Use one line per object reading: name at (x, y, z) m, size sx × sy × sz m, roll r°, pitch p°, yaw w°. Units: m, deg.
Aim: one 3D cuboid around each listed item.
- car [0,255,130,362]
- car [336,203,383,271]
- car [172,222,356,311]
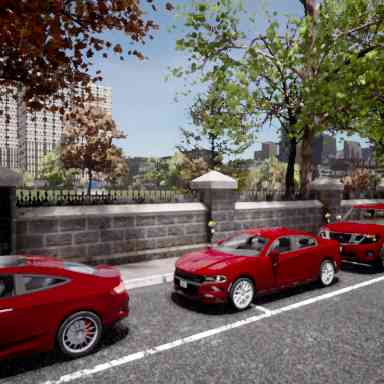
car at (-2.915, 1.582, 4.471) m, size 4.206 × 1.307 × 1.802 m, roll 0°, pitch 0°, yaw -36°
car at (6.229, 1.316, 11.046) m, size 5.009 × 1.841 × 2.192 m, roll 0°, pitch 0°, yaw -36°
car at (1.656, 1.545, 7.758) m, size 4.507 × 1.381 × 1.887 m, roll 0°, pitch 0°, yaw -36°
